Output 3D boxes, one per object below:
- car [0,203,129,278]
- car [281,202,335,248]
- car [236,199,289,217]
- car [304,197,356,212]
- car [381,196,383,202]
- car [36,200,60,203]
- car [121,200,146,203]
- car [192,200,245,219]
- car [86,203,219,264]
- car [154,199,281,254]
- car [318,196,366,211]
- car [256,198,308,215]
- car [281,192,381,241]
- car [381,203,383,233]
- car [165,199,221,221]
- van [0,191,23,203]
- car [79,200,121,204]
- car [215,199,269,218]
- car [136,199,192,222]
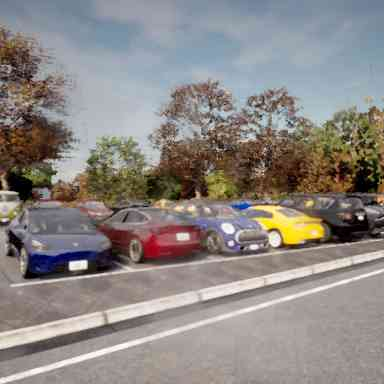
[{"bbox_3d":[-3.823,1.181,9.169,2.163,1.488,4.792,2,-1,-35],"label":"car"},{"bbox_3d":[3.004,1.334,13.973,2.097,1.535,5.008,1,-1,-35],"label":"car"},{"bbox_3d":[6.786,1.458,32.579,2.097,1.535,5.008,0,0,-35],"label":"car"},{"bbox_3d":[16.028,1.393,38.823,1.946,1.575,5.366,-1,0,-35],"label":"car"},{"bbox_3d":[14.446,1.338,21.943,2.185,1.767,4.553,0,0,-35],"label":"car"},{"bbox_3d":[-9.215,1.246,21.398,2.002,1.452,4.674,2,-1,-35],"label":"car"},{"bbox_3d":[-4.563,1.357,24.684,2.163,1.488,4.792,1,-1,-35],"label":"car"},{"bbox_3d":[2.225,1.468,29.360,2.163,1.488,4.792,1,0,-35],"label":"car"},{"bbox_3d":[-1.576,1.245,10.812,2.163,1.488,4.792,2,-1,-35],"label":"car"},{"bbox_3d":[0.708,1.153,12.412,2.185,1.767,4.553,1,-1,-35],"label":"car"},{"bbox_3d":[18.204,1.358,40.578,2.097,1.535,5.008,-1,1,-35],"label":"car"},{"bbox_3d":[9.177,1.456,34.251,2.231,1.521,4.892,0,0,-35],"label":"car"},{"bbox_3d":[5.277,1.130,15.604,2.435,2.045,5.566,1,-1,-35],"label":"car"},{"bbox_3d":[7.580,1.419,17.172,2.231,1.521,4.892,1,0,-35],"label":"car"},{"bbox_3d":[-0.074,1.409,28.014,1.946,1.575,5.366,1,-1,-35],"label":"car"},{"bbox_3d":[-11.327,0.921,19.763,1.878,1.987,4.442,1,0,-35],"label":"van"},{"bbox_3d":[-6.934,1.309,22.993,2.002,1.452,4.674,2,-1,-35],"label":"car"},{"bbox_3d":[4.499,1.452,30.980,2.097,1.535,5.008,0,0,-35],"label":"car"},{"bbox_3d":[-2.364,1.371,26.412,1.946,1.575,5.366,1,-1,-35],"label":"car"}]
